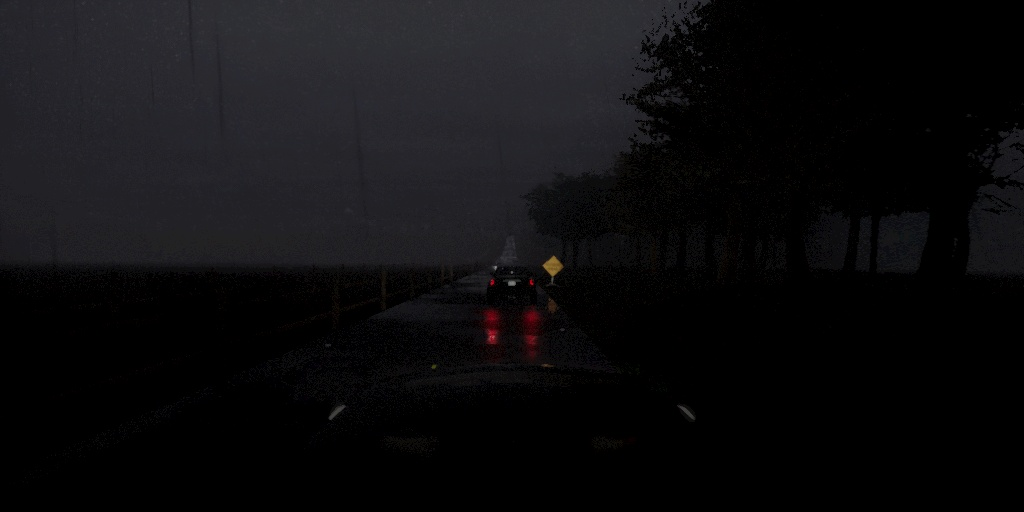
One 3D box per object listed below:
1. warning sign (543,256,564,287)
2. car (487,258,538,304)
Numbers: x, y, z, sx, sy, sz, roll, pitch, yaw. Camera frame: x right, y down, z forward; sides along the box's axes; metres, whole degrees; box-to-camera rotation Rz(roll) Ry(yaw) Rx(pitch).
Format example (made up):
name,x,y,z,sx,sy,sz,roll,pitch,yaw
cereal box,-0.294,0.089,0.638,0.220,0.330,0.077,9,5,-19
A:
name,x,y,z,sx,sy,sz,roll,pitch,yaw
warning sign,2.451,0.899,21.977,1.300,1.860,1.060,0,0,0
car,0.001,1.134,16.494,2.097,1.767,4.553,0,0,0
